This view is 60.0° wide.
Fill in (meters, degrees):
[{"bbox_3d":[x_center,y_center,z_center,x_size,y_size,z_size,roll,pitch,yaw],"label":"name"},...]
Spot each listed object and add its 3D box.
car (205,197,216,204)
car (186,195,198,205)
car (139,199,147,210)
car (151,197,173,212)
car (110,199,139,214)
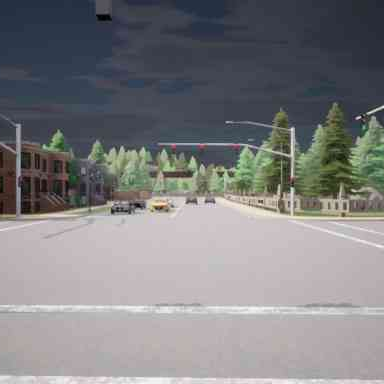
[{"bbox_3d":[3.526,1.563,65.142,1.994,1.385,4.181,0,0,0],"label":"car"},{"bbox_3d":[-0.069,1.351,60.161,2.097,1.767,4.553,0,0,0],"label":"car"},{"bbox_3d":[-7.136,1.600,43.543,1.895,1.301,4.718,0,0,0],"label":"car"},{"bbox_3d":[-3.639,1.477,38.767,1.882,1.535,5.008,0,0,0],"label":"car"},{"bbox_3d":[-7.137,1.563,34.791,1.994,1.385,4.181,0,0,0],"label":"car"}]
